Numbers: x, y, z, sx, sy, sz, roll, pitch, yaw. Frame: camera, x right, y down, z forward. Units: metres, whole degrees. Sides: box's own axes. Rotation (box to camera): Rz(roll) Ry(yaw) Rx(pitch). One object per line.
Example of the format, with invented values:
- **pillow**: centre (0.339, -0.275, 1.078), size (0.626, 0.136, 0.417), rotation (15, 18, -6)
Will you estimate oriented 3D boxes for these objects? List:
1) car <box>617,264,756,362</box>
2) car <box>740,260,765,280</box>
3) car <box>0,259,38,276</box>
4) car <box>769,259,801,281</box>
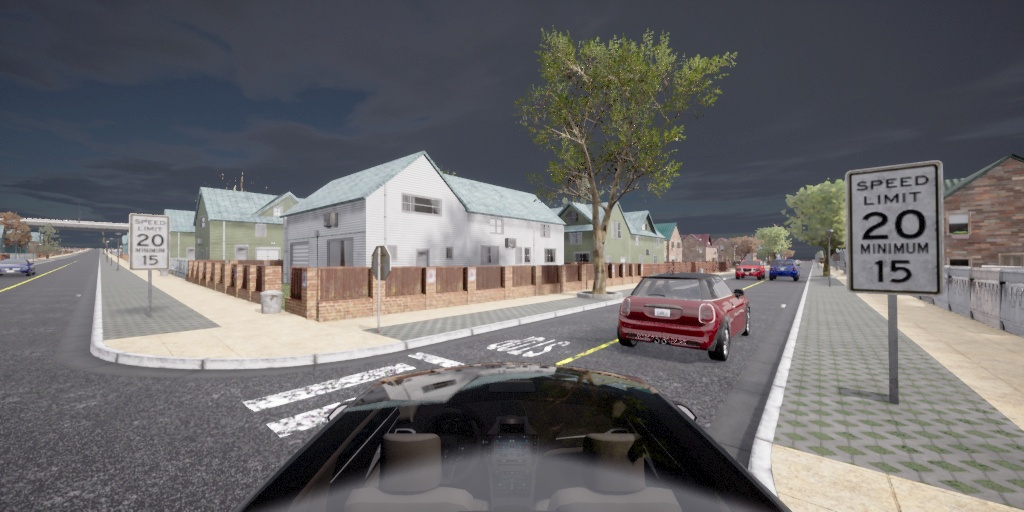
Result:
- **car**: centre (4.383, 1.174, 8.812), size (2.097, 1.767, 4.553), rotation (-1, -1, 40)
- **car**: centre (24.973, 1.395, 37.493), size (2.150, 2.045, 5.566), rotation (-1, -1, 40)
- **car**: centre (-42.114, 0.968, 30.394), size (4.674, 1.442, 1.812), rotation (1, 0, 41)
- **car**: centre (26.815, 1.362, 35.298), size (2.150, 2.045, 5.566), rotation (-1, -1, 40)
